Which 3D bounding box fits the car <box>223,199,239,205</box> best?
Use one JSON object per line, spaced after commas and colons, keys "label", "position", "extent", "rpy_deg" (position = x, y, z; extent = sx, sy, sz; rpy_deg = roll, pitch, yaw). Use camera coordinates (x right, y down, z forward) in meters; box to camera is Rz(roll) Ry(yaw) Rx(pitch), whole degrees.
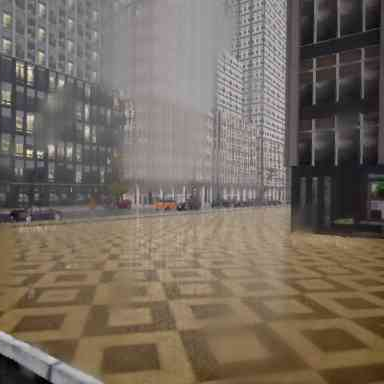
{"label": "car", "position": [8.751, 2.208, 75.127], "extent": [1.802, 1.307, 4.206], "rpy_deg": [0, 0, 35]}

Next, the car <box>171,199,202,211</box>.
{"label": "car", "position": [-0.464, 2.056, 47.174], "extent": [1.947, 1.339, 4.313], "rpy_deg": [0, 0, 35]}

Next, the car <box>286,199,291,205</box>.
{"label": "car", "position": [25.290, 2.494, 84.246], "extent": [1.947, 1.339, 4.313], "rpy_deg": [0, 0, 35]}

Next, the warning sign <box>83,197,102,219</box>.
{"label": "warning sign", "position": [-9.107, 1.461, 30.524], "extent": [1.300, 1.860, 1.060], "rpy_deg": [2, 1, 35]}

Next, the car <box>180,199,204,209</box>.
{"label": "car", "position": [0.019, 2.045, 57.829], "extent": [1.812, 1.442, 4.674], "rpy_deg": [1, 0, 35]}

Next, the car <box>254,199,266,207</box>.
{"label": "car", "position": [12.412, 2.292, 65.710], "extent": [1.802, 1.307, 4.206], "rpy_deg": [0, 0, 35]}

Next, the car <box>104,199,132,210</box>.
{"label": "car", "position": [-10.558, 1.736, 47.330], "extent": [1.967, 1.590, 4.097], "rpy_deg": [0, 0, 35]}

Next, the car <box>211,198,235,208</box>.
{"label": "car", "position": [5.322, 1.950, 60.198], "extent": [2.097, 1.767, 4.553], "rpy_deg": [1, 0, 35]}

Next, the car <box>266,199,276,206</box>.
{"label": "car", "position": [15.633, 2.205, 70.344], "extent": [1.967, 1.590, 4.097], "rpy_deg": [0, 0, 35]}

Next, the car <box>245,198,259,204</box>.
{"label": "car", "position": [15.187, 2.301, 84.392], "extent": [1.947, 1.339, 4.313], "rpy_deg": [0, 0, 35]}

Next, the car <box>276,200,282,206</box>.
{"label": "car", "position": [18.851, 2.385, 74.978], "extent": [1.947, 1.339, 4.313], "rpy_deg": [0, 0, 35]}

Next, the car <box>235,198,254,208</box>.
{"label": "car", "position": [9.193, 2.221, 61.076], "extent": [1.947, 1.339, 4.313], "rpy_deg": [0, 0, 35]}

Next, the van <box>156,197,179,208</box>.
{"label": "van", "position": [-4.121, 1.748, 56.597], "extent": [1.690, 1.788, 3.998], "rpy_deg": [0, 0, 35]}

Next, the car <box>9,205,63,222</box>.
{"label": "car", "position": [-13.234, 1.819, 28.567], "extent": [2.008, 1.369, 4.403], "rpy_deg": [0, 0, 35]}

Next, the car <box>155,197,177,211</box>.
{"label": "car", "position": [-3.237, 1.803, 47.879], "extent": [2.097, 1.767, 4.553], "rpy_deg": [1, 0, 35]}
